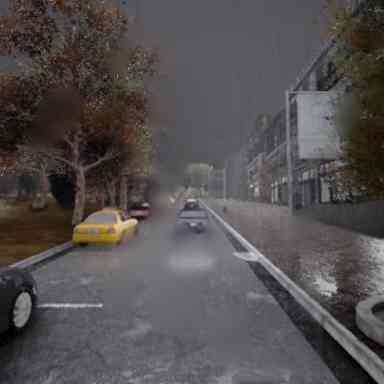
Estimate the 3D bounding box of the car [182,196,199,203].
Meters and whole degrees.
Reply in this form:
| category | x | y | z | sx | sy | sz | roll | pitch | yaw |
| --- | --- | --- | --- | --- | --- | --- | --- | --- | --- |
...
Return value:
| category | x | y | z | sx | sy | sz | roll | pitch | yaw |
| --- | --- | --- | --- | --- | --- | --- | --- | --- | --- |
| car | -0.036 | 1.494 | 42.063 | 1.812 | 1.442 | 4.674 | 0 | 0 | 0 |

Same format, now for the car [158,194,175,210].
| category | x | y | z | sx | sy | sz | roll | pitch | yaw |
| --- | --- | --- | --- | --- | --- | --- | --- | --- | --- |
| car | -3.791 | 1.447 | 42.891 | 2.097 | 1.535 | 5.008 | 0 | 0 | 2 |

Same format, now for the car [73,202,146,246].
| category | x | y | z | sx | sy | sz | roll | pitch | yaw |
| --- | --- | --- | --- | --- | --- | --- | --- | --- | --- |
| car | -3.693 | 1.475 | 15.226 | 1.946 | 1.575 | 5.366 | 0 | 0 | 2 |

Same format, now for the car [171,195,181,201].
| category | x | y | z | sx | sy | sz | roll | pitch | yaw |
| --- | --- | --- | --- | --- | --- | --- | --- | --- | --- |
| car | -3.919 | 1.453 | 81.885 | 2.002 | 1.452 | 4.674 | 0 | 0 | 2 |

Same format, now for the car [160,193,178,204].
| category | x | y | z | sx | sy | sz | roll | pitch | yaw |
| --- | --- | --- | --- | --- | --- | --- | --- | --- | --- |
| car | -3.809 | 1.187 | 48.495 | 2.435 | 2.045 | 5.566 | 0 | 0 | 2 |

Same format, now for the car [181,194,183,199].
| category | x | y | z | sx | sy | sz | roll | pitch | yaw |
| --- | --- | --- | --- | --- | --- | --- | --- | --- | --- |
| car | -3.902 | 1.290 | 76.286 | 2.185 | 1.767 | 4.553 | 0 | 0 | 2 |

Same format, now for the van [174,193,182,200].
| category | x | y | z | sx | sy | sz | roll | pitch | yaw |
| --- | --- | --- | --- | --- | --- | --- | --- | --- | --- |
| van | -3.952 | 1.182 | 93.146 | 1.878 | 1.987 | 4.442 | 0 | 0 | 2 |

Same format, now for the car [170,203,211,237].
| category | x | y | z | sx | sy | sz | roll | pitch | yaw |
| --- | --- | --- | --- | --- | --- | --- | --- | --- | --- |
| car | 0.040 | 1.544 | 17.867 | 2.033 | 1.411 | 5.357 | 0 | 0 | 0 |

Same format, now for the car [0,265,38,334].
| category | x | y | z | sx | sy | sz | roll | pitch | yaw |
| --- | --- | --- | --- | --- | --- | --- | --- | --- | --- |
| car | -3.664 | 1.481 | 3.892 | 2.231 | 1.521 | 4.892 | 0 | 0 | 2 |

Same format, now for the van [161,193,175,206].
| category | x | y | z | sx | sy | sz | roll | pitch | yaw |
| --- | --- | --- | --- | --- | --- | --- | --- | --- | --- |
| van | -3.824 | 1.205 | 54.153 | 1.878 | 1.987 | 4.442 | 0 | 0 | 2 |

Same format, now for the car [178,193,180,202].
| category | x | y | z | sx | sy | sz | roll | pitch | yaw |
| --- | --- | --- | --- | --- | --- | --- | --- | --- | --- |
| car | -3.839 | 1.422 | 59.792 | 1.946 | 1.575 | 5.366 | 0 | 0 | 2 |

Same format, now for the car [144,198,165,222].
| category | x | y | z | sx | sy | sz | roll | pitch | yaw |
| --- | --- | --- | --- | --- | --- | --- | --- | --- | --- |
| car | -3.735 | 1.499 | 26.212 | 2.163 | 1.488 | 4.792 | 0 | 0 | 2 |
